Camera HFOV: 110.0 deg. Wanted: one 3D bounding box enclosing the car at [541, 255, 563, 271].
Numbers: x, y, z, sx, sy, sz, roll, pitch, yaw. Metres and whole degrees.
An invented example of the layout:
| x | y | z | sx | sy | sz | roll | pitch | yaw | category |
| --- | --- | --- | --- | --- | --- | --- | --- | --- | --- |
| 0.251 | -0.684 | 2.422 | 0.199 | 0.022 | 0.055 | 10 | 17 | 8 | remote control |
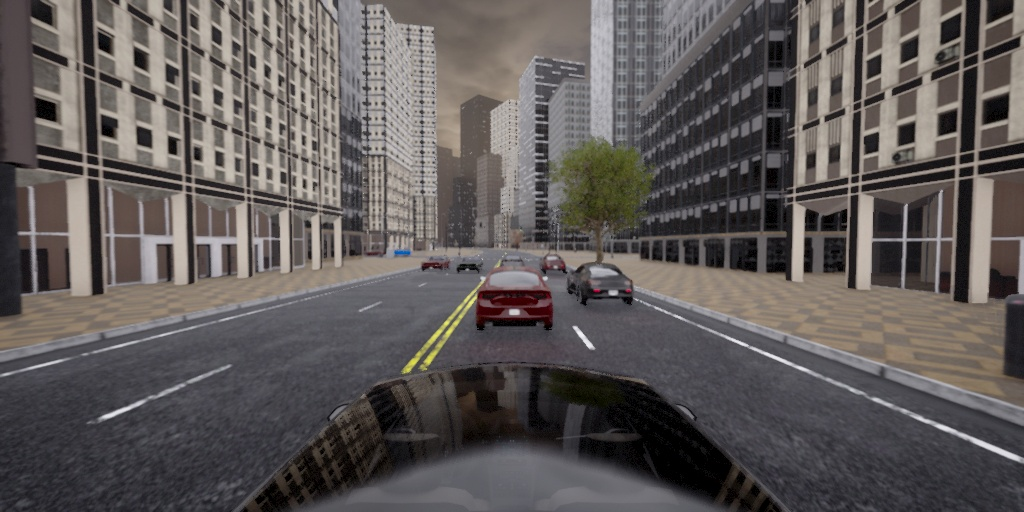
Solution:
| x | y | z | sx | sy | sz | roll | pitch | yaw | category |
| --- | --- | --- | --- | --- | --- | --- | --- | --- | --- |
| 3.298 | 0.612 | 29.337 | 1.812 | 1.442 | 4.674 | 0 | 1 | 0 | car |

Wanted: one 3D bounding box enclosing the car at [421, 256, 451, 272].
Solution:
| x | y | z | sx | sy | sz | roll | pitch | yaw | category |
| --- | --- | --- | --- | --- | --- | --- | --- | --- | --- |
| -6.646 | 0.633 | 31.668 | 1.895 | 1.301 | 4.718 | 0 | 1 | 0 | car |

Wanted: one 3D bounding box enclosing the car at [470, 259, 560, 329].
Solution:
| x | y | z | sx | sy | sz | roll | pitch | yaw | category |
| --- | --- | --- | --- | --- | --- | --- | --- | --- | --- |
| 0.063 | 1.022 | 10.397 | 1.882 | 1.535 | 5.008 | 0 | 2 | 0 | car |

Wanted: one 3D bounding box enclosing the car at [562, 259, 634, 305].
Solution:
| x | y | z | sx | sy | sz | roll | pitch | yaw | category |
| --- | --- | --- | --- | --- | --- | --- | --- | --- | --- |
| 3.320 | 0.982 | 14.045 | 1.812 | 1.442 | 4.674 | 0 | 1 | 0 | car |

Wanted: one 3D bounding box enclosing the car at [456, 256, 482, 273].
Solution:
| x | y | z | sx | sy | sz | roll | pitch | yaw | category |
| --- | --- | --- | --- | --- | --- | --- | --- | --- | --- |
| -3.393 | 0.685 | 29.513 | 1.895 | 1.301 | 4.718 | 0 | 1 | 0 | car |

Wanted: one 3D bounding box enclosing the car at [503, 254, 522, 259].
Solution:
| x | y | z | sx | sy | sz | roll | pitch | yaw | category |
| --- | --- | --- | --- | --- | --- | --- | --- | --- | --- |
| 0.045 | 0.604 | 28.328 | 2.128 | 1.511 | 4.902 | 0 | 1 | 0 | car |
